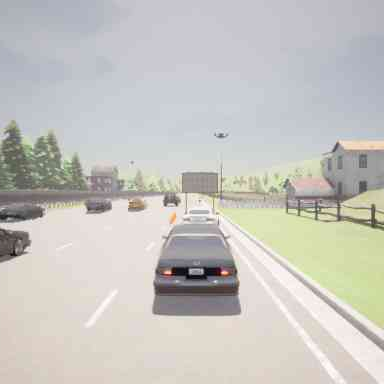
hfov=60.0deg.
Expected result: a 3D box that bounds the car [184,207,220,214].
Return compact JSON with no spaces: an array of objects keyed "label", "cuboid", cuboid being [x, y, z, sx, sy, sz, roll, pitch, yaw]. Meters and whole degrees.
[{"label":"car","cuboid":[0.521,1.538,18.434,1.812,1.442,4.674,0,-1,6]}]

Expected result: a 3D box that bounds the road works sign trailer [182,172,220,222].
[{"label":"road works sign trailer","cuboid":[0.513,0.464,22.048,2.380,3.560,2.880,0,0,-4]}]

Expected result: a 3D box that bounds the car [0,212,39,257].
[{"label":"car","cuboid":[-6.888,1.547,9.912,2.033,1.411,5.357,0,0,0]}]

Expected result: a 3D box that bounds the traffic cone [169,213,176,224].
[{"label":"traffic cone","cuboid":[-1.459,1.955,23.139,0.340,0.580,0.340,0,0,0]}]

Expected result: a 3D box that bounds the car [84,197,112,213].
[{"label":"car","cuboid":[-10.353,1.491,37.449,2.128,1.511,4.902,0,0,0]}]

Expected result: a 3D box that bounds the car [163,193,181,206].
[{"label":"car","cuboid":[-3.334,1.220,53.319,2.150,2.045,5.566,0,0,0]}]

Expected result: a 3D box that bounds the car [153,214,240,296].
[{"label":"car","cuboid":[0.108,1.547,8.782,2.033,1.411,5.357,0,0,1]}]

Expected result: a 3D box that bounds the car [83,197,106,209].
[{"label":"car","cuboid":[-13.840,1.477,47.583,1.882,1.535,5.008,0,0,0]}]

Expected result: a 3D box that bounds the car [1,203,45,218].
[{"label":"car","cuboid":[-13.865,1.563,27.480,1.994,1.385,4.181,0,0,0]}]

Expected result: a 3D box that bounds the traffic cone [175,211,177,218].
[{"label":"traffic cone","cuboid":[-1.456,1.955,25.139,0.340,0.580,0.340,0,0,0]}]

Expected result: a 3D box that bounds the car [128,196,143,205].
[{"label":"car","cuboid":[-10.325,1.477,60.809,1.882,1.535,5.008,0,-1,0]}]

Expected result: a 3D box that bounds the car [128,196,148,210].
[{"label":"car","cuboid":[-6.848,1.477,42.623,1.882,1.535,5.008,0,0,0]}]

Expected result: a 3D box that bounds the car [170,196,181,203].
[{"label":"car","cuboid":[-3.315,1.563,68.534,1.994,1.385,4.181,0,0,0]}]
